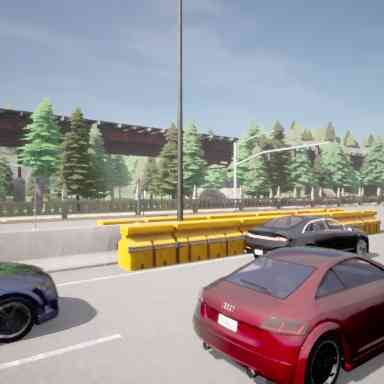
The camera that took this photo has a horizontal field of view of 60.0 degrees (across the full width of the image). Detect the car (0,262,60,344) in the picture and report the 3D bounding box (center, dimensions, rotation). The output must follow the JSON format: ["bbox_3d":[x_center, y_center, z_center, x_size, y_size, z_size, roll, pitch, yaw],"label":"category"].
[{"bbox_3d":[-4.264,1.563,5.001,4.181,1.385,1.994,0,0,-36],"label":"car"}]

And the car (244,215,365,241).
[{"bbox_3d":[3.859,1.491,10.804,4.902,1.511,2.128,0,0,-36],"label":"car"}]

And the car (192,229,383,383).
[{"bbox_3d":[2.069,1.564,5.227,4.181,1.385,1.994,0,0,-35],"label":"car"}]
